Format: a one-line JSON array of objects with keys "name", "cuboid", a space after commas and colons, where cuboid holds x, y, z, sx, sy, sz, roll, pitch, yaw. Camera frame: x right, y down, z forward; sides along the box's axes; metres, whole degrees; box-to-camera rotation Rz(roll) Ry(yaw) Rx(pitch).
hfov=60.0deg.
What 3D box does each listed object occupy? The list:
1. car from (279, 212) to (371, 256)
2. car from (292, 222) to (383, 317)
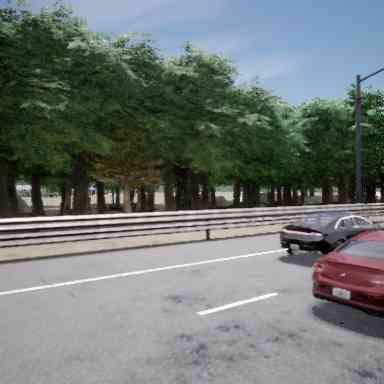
[{"name": "car", "cuboid": [5.168, 1.473, 11.670, 4.902, 1.511, 2.128, 0, 0, -35]}, {"name": "car", "cuboid": [4.366, 1.515, 6.842, 4.674, 1.442, 1.812, 0, 0, -35]}]
